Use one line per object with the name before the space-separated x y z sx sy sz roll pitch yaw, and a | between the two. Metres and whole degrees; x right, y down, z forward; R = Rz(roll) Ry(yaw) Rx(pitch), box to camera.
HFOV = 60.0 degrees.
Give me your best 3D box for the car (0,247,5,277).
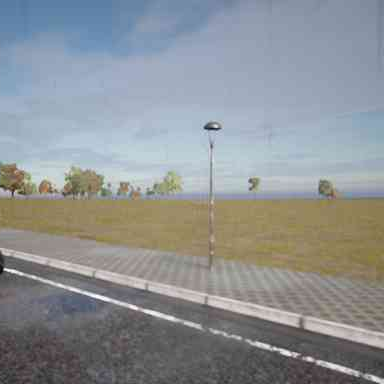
car | -6.633 1.494 8.552 4.181 1.385 1.994 0 0 36
